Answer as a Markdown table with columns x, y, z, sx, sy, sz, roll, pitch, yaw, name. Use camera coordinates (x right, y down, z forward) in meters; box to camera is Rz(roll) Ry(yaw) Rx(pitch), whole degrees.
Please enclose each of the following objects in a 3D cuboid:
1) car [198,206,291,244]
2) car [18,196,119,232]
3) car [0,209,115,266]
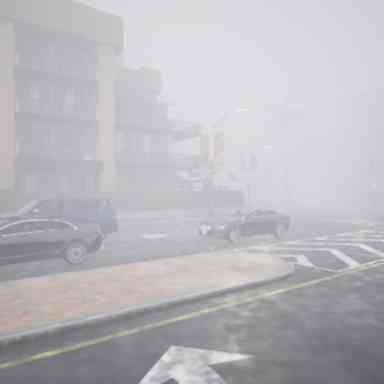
| x | y | z | sx | sy | sz | roll | pitch | yaw | name |
| --- | --- | --- | --- | --- | --- | --- | --- | --- | --- |
| 2.524 | 1.425 | 15.517 | 4.902 | 1.511 | 2.128 | 0 | 0 | -35 | car |
| -5.822 | 1.203 | 13.844 | 5.566 | 2.045 | 2.150 | 0 | 0 | -35 | car |
| -5.158 | 1.483 | 10.045 | 4.902 | 1.511 | 2.128 | 0 | 0 | -35 | car |
